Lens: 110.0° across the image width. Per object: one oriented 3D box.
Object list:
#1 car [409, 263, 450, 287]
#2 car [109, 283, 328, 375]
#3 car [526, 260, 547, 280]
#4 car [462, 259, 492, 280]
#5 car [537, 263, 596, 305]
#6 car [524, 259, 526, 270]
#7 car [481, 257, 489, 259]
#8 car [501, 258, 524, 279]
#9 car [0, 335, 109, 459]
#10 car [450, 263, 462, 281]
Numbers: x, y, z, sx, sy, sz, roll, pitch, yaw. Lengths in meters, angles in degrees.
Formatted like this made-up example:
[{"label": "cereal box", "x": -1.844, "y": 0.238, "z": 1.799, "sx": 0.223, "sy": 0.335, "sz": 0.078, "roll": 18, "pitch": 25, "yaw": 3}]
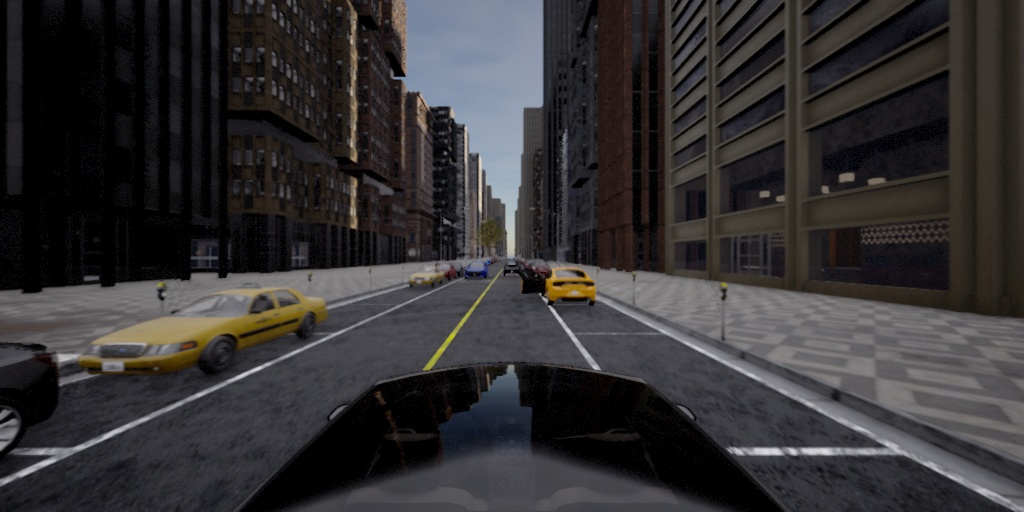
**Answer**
[{"label": "car", "x": -5.756, "y": 1.287, "z": 24.621, "sx": 1.751, "sy": 1.417, "sz": 4.829, "roll": 0, "pitch": 0, "yaw": 0}, {"label": "car", "x": -5.761, "y": 1.277, "z": 7.588, "sx": 1.751, "sy": 1.417, "sz": 4.829, "roll": 0, "pitch": 0, "yaw": 0}, {"label": "car", "x": 2.772, "y": 1.211, "z": 36.147, "sx": 1.967, "sy": 1.591, "sz": 4.097, "roll": 0, "pitch": 0, "yaw": 0}, {"label": "car", "x": -3.085, "y": 1.245, "z": 32.143, "sx": 1.882, "sy": 1.535, "sz": 5.008, "roll": 0, "pitch": 0, "yaw": 0}, {"label": "car", "x": 2.365, "y": 1.233, "z": 15.968, "sx": 1.882, "sy": 1.535, "sz": 5.008, "roll": 0, "pitch": 0, "yaw": 0}, {"label": "car", "x": 2.774, "y": 1.343, "z": 41.826, "sx": 1.948, "sy": 1.339, "sz": 4.313, "roll": 0, "pitch": 0, "yaw": 0}, {"label": "car", "x": -5.745, "y": 1.242, "z": 64.532, "sx": 1.967, "sy": 1.591, "sz": 4.097, "roll": 0, "pitch": 0, "yaw": 0}, {"label": "car", "x": 0.034, "y": 1.280, "z": 38.293, "sx": 1.837, "sy": 1.490, "sz": 4.892, "roll": 0, "pitch": 0, "yaw": 0}, {"label": "car", "x": -5.762, "y": 1.316, "z": 2.082, "sx": 1.948, "sy": 1.339, "sz": 4.313, "roll": 0, "pitch": 0, "yaw": 0}, {"label": "car", "x": -5.754, "y": 1.311, "z": 30.468, "sx": 1.888, "sy": 1.381, "sz": 4.507, "roll": 0, "pitch": 0, "yaw": 0}]
